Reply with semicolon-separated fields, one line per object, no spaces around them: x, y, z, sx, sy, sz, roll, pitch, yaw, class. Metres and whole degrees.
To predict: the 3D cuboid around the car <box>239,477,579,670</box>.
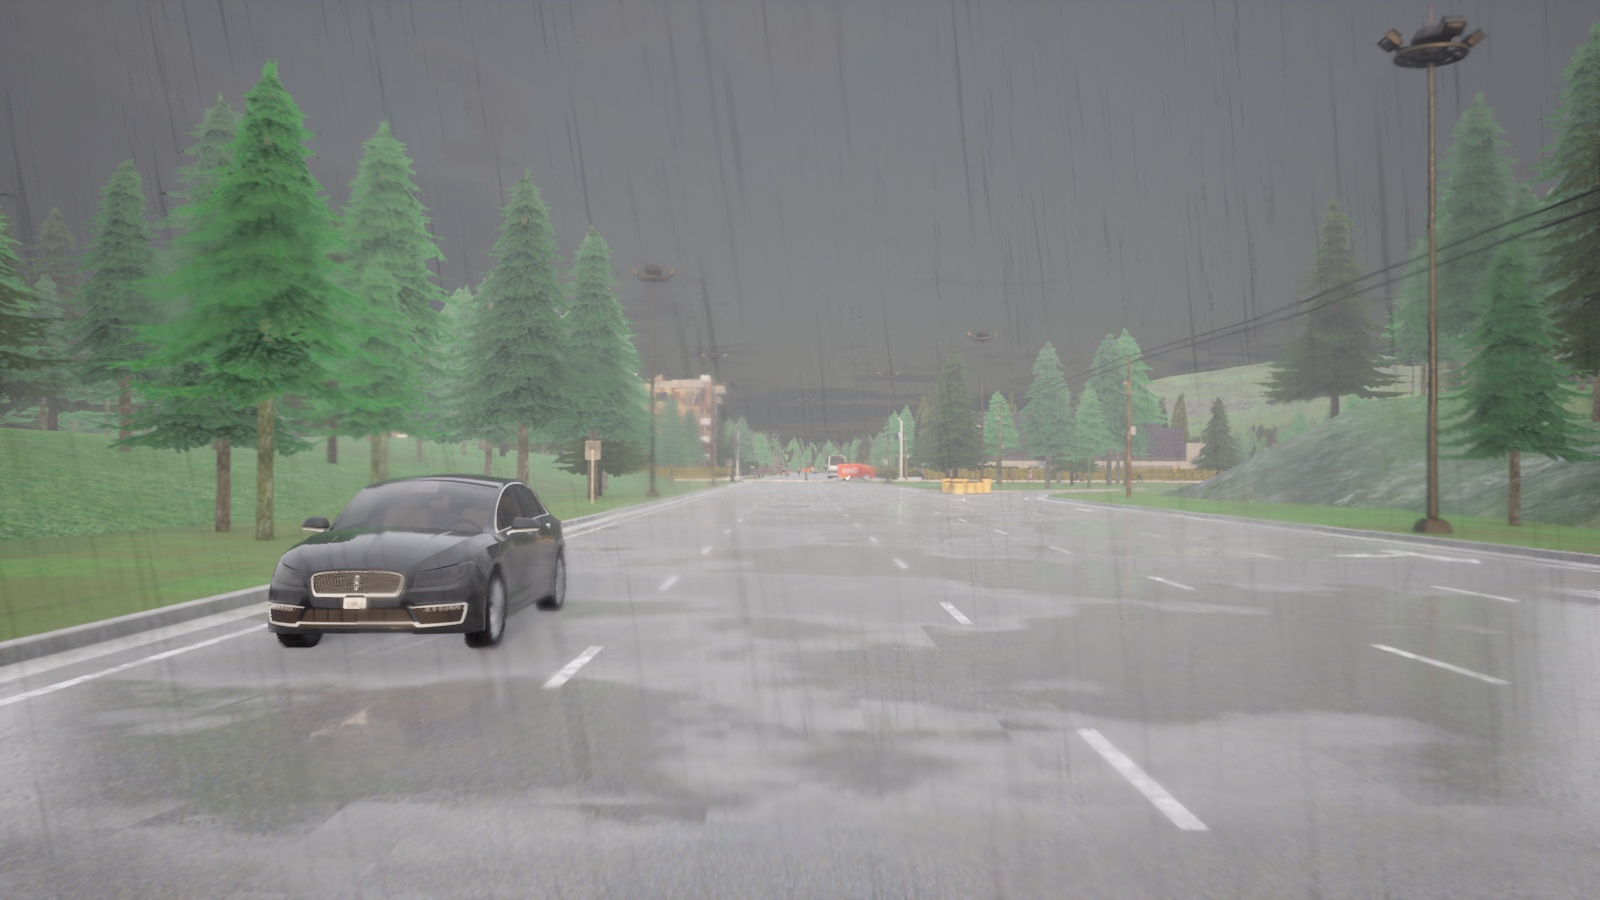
-3.530;1.033;12.399;1.837;1.490;4.892;0;-1;0;car
